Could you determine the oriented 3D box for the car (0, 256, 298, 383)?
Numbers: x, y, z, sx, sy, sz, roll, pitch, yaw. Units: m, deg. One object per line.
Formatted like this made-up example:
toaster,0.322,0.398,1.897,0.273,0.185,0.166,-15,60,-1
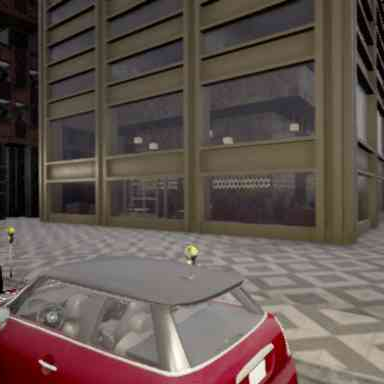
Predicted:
car,-1.070,1.468,3.722,4.097,1.590,1.967,-1,0,35
